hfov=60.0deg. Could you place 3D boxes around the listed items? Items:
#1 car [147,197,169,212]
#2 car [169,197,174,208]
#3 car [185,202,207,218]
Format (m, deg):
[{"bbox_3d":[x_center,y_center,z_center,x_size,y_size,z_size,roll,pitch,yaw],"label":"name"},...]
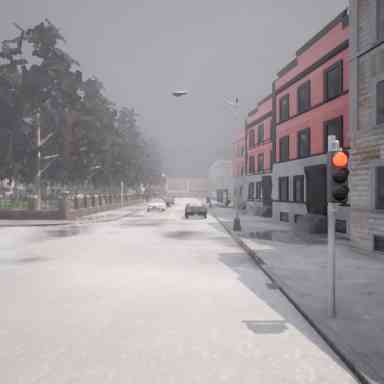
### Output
[{"bbox_3d":[-4.055,1.526,38.931,1.812,1.442,4.674,0,0,0],"label":"car"},{"bbox_3d":[-4.056,1.601,49.026,1.895,1.301,4.718,0,0,0],"label":"car"},{"bbox_3d":[0.272,1.601,30.450,1.895,1.301,4.718,0,0,-2],"label":"car"}]
